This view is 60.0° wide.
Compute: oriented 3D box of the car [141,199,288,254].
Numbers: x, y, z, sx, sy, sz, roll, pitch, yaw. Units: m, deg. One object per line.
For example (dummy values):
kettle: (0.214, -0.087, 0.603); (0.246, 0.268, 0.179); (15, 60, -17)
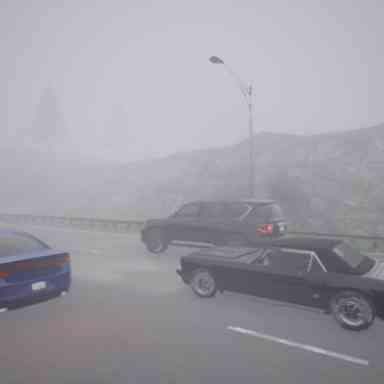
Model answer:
car: (0.678, 1.267, 12.106); (5.566, 2.045, 2.150); (0, 0, 35)

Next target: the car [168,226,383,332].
car: (1.989, 1.617, 6.874); (4.718, 1.301, 1.895); (0, 0, 36)

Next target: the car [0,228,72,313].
car: (-4.751, 1.534, 7.381); (5.008, 1.535, 1.882); (0, 0, 35)
